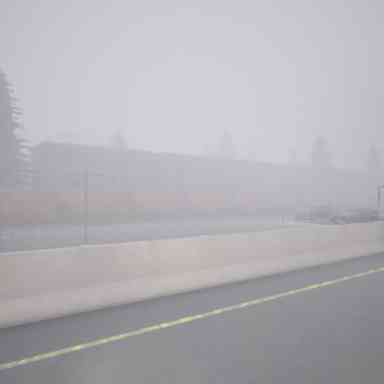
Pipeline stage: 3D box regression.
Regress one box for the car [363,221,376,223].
[{"bbox_3d":[13.827,1.763,22.552,5.008,1.535,1.882,1,-1,-36],"label":"car"}]
